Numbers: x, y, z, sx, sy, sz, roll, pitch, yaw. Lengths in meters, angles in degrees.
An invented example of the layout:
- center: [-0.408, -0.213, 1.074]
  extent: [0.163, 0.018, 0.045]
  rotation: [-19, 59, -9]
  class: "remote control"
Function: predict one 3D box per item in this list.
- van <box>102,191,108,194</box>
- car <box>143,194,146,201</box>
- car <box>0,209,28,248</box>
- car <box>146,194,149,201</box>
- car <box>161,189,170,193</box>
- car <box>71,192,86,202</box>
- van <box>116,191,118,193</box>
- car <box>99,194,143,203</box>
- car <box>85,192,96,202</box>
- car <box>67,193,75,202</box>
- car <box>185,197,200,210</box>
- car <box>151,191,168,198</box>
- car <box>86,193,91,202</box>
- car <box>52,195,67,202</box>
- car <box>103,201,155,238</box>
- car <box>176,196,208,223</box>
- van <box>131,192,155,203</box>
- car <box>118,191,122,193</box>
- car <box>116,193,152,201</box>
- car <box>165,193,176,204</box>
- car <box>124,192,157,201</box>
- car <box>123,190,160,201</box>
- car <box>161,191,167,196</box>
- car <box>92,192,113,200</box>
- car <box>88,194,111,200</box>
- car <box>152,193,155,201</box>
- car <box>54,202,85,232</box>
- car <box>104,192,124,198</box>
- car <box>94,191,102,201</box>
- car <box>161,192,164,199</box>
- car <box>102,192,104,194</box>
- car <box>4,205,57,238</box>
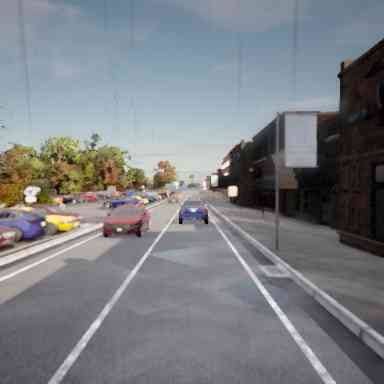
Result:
- center: [-21.647, 0.958, 75.595]
  extent: [4.442, 1.987, 1.878]
  rotation: [0, 1, 0]
  class: "van"
- center: [-9.376, 1.356, 47.298]
  extent: [4.674, 1.452, 2.002]
  rotation: [0, 0, 0]
  class: "car"
- center: [-9.320, 1.563, 12.928]
  extent: [4.674, 1.452, 2.002]
  rotation: [0, 0, 0]
  class: "car"
- center: [-9.358, 1.350, 50.123]
  extent: [4.674, 1.452, 2.002]
  rotation: [0, 0, 0]
  class: "car"
- center: [-9.150, 0.710, 86.870]
  extent: [5.566, 2.045, 2.435]
  rotation: [0, 1, 0]
  class: "car"
- center: [-21.885, 1.292, 58.639]
  extent: [4.892, 1.521, 2.231]
  rotation: [0, 0, 0]
  class: "car"
- center: [-21.827, 0.791, 84.066]
  extent: [4.442, 1.987, 1.878]
  rotation: [0, 1, 0]
  class: "van"
- center: [-9.420, 1.351, 44.471]
  extent: [4.792, 1.488, 2.163]
  rotation: [0, 0, 0]
  class: "car"
- center: [-21.813, 1.309, 64.162]
  extent: [4.792, 1.488, 2.163]
  rotation: [0, 0, 0]
  class: "car"
- center: [-21.912, 1.303, 52.867]
  extent: [5.008, 1.535, 2.097]
  rotation: [0, 0, 0]
  class: "car"
- center: [0.109, 1.439, 42.945]
  extent: [1.837, 1.490, 4.892]
  rotation: [0, 0, 0]
  class: "car"
- center: [-9.117, 0.724, 92.523]
  extent: [4.553, 1.767, 2.185]
  rotation: [0, 1, 0]
  class: "car"
- center: [-21.831, 1.315, 61.338]
  extent: [4.792, 1.488, 2.163]
  rotation: [0, 0, 0]
  class: "car"
- center: [-21.903, 1.183, 50.167]
  extent: [4.553, 1.767, 2.185]
  rotation: [0, 0, 0]
  class: "car"
- center: [-3.346, 1.464, 17.837]
  extent: [1.882, 1.535, 5.008]
  rotation: [0, 0, 0]
  class: "car"
- center: [0.106, 1.329, 25.249]
  extent: [2.097, 1.767, 4.553]
  rotation: [0, 0, 0]
  class: "car"
- center: [-9.382, 1.055, 64.252]
  extent: [4.442, 1.987, 1.878]
  rotation: [0, 0, 0]
  class: "van"
- center: [-21.697, 0.962, 86.894]
  extent: [4.892, 1.521, 2.231]
  rotation: [0, 1, 0]
  class: "car"
- center: [-9.523, 1.301, 52.950]
  extent: [5.366, 1.575, 1.946]
  rotation: [0, 0, 0]
  class: "car"
- center: [-3.246, 1.362, 59.893]
  extent: [1.812, 1.442, 4.674]
  rotation: [0, 0, 1]
  class: "car"
- center: [-9.307, 1.292, 58.600]
  extent: [5.008, 1.535, 2.097]
  rotation: [0, 0, 0]
  class: "car"
- center: [-9.255, 1.035, 61.426]
  extent: [5.566, 2.045, 2.435]
  rotation: [0, 0, 0]
  class: "car"
- center: [-9.170, 1.128, 78.400]
  extent: [5.008, 1.535, 2.097]
  rotation: [0, 1, 0]
  class: "car"
- center: [-21.698, 0.949, 81.121]
  extent: [4.553, 1.767, 2.185]
  rotation: [0, 1, 0]
  class: "car"
- center: [-21.779, 1.158, 78.427]
  extent: [4.792, 1.488, 2.163]
  rotation: [0, 1, 0]
  class: "car"
- center: [-9.314, 1.298, 55.775]
  extent: [5.008, 1.535, 2.097]
  rotation: [0, 0, 0]
  class: "car"
- center: [-9.111, 1.519, 18.494]
  extent: [5.366, 1.575, 1.946]
  rotation: [0, 0, 0]
  class: "car"
- center: [-21.660, 0.852, 92.415]
  extent: [5.008, 1.535, 2.097]
  rotation: [0, 1, 0]
  class: "car"
- center: [-21.796, 1.023, 66.985]
  extent: [5.566, 2.045, 2.435]
  rotation: [0, 0, 0]
  class: "car"
- center: [-9.214, 1.275, 72.742]
  extent: [4.674, 1.452, 2.002]
  rotation: [0, 1, 0]
  class: "car"
- center: [-21.800, 1.264, 69.820]
  extent: [5.008, 1.535, 2.097]
  rotation: [0, 0, 0]
  class: "car"
- center: [-9.336, 1.552, 15.712]
  extent: [4.792, 1.488, 2.163]
  rotation: [0, 0, 0]
  class: "car"
